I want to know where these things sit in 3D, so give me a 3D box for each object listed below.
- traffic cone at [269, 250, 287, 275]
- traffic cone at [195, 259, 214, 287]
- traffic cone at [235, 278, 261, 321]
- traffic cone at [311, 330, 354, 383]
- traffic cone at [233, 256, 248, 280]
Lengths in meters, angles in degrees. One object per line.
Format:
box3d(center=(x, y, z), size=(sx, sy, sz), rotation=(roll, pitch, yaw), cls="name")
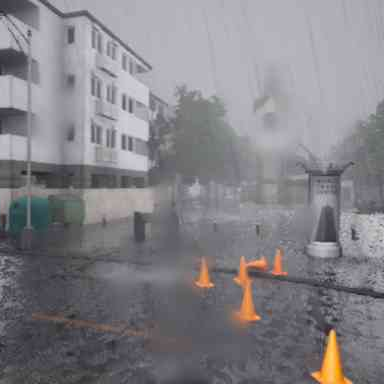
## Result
box3d(center=(2.168, 1.750, 8.376), size=(0.340, 0.580, 0.340), rotation=(0, 1, -20), cls="traffic cone")
box3d(center=(0.288, 1.842, 7.692), size=(0.340, 0.580, 0.340), rotation=(0, 1, -20), cls="traffic cone")
box3d(center=(0.973, 1.886, 5.813), size=(0.340, 0.580, 0.340), rotation=(0, 1, -20), cls="traffic cone")
box3d(center=(1.658, 1.930, 3.935), size=(0.340, 0.580, 0.340), rotation=(0, 1, -20), cls="traffic cone")
box3d(center=(1.227, 1.846, 8.032), size=(0.340, 0.580, 0.340), rotation=(0, 2, -20), cls="traffic cone")
